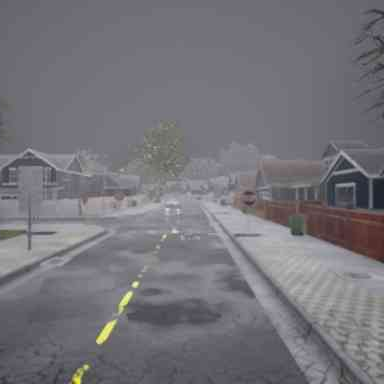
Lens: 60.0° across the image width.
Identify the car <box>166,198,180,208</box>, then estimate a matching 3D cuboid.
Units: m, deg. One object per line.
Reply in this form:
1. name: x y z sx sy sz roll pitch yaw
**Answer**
1. car: -2.723 1.559 47.871 1.812 1.442 4.674 0 1 0
